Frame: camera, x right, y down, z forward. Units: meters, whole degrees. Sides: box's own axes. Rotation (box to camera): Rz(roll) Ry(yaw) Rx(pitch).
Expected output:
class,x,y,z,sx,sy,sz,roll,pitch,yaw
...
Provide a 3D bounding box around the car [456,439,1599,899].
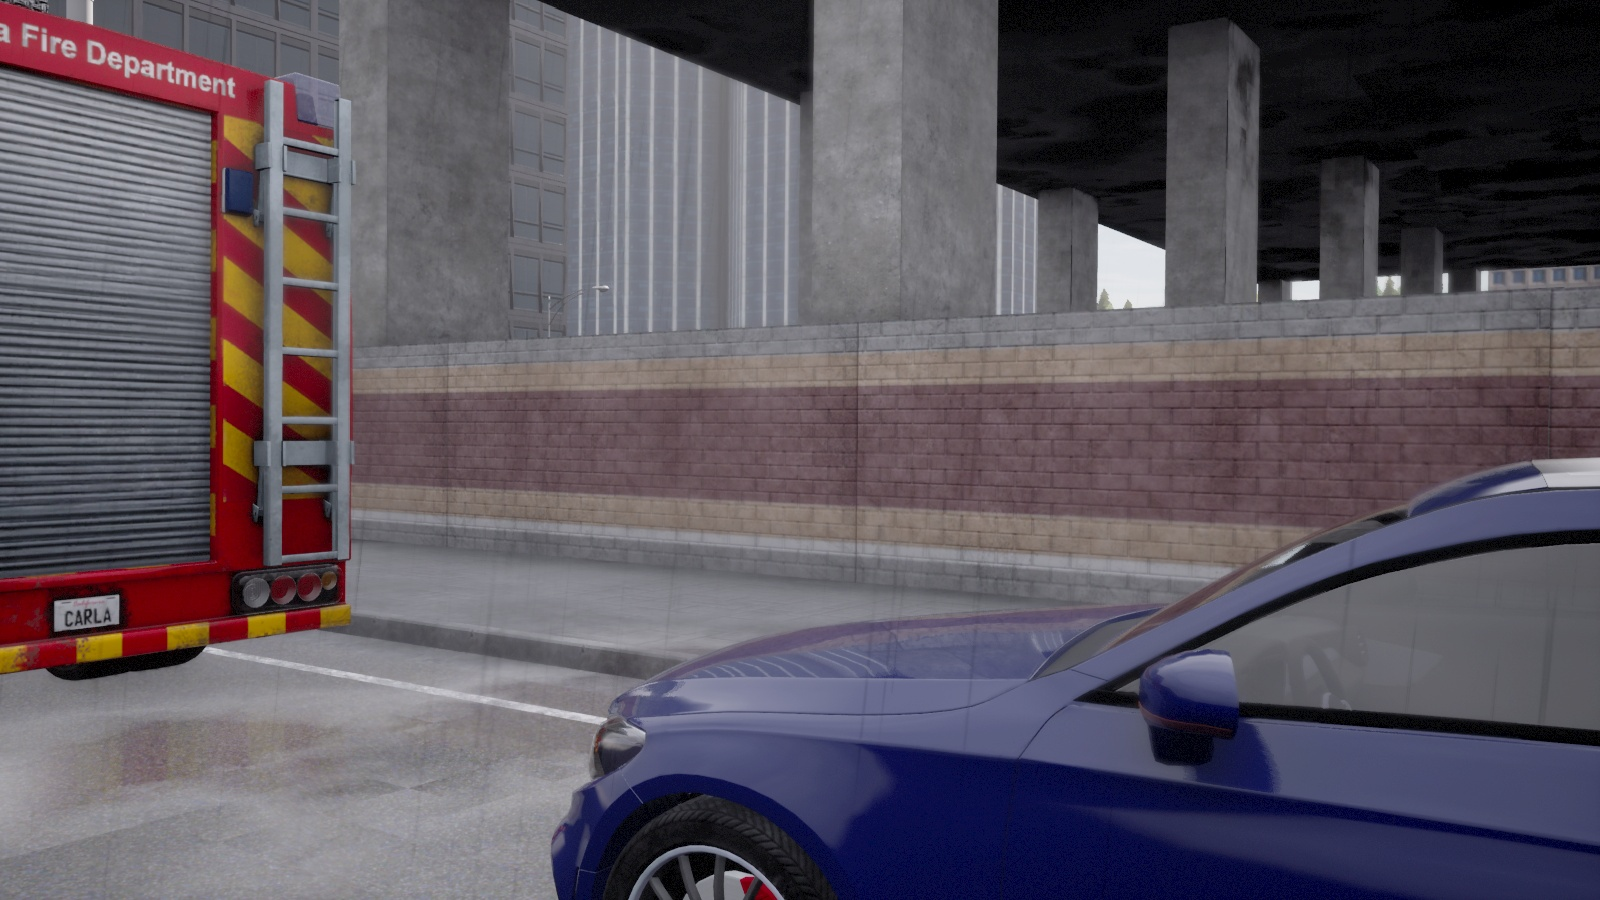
class,x,y,z,sx,sy,sz,roll,pitch,yaw
car,1.618,0.708,2.546,4.674,1.442,1.812,0,1,33

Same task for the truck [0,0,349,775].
class,x,y,z,sx,sy,sz,roll,pitch,yaw
truck,-6.880,-0.483,8.172,8.468,3.827,2.891,0,1,34
